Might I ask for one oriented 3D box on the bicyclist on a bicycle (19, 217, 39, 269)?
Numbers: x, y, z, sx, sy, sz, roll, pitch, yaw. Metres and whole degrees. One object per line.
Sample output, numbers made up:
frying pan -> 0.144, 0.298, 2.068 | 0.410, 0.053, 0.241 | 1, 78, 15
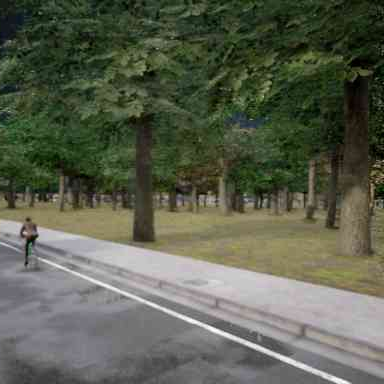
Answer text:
bicyclist on a bicycle -> -5.363, 1.643, 10.939 | 0.582, 1.620, 1.656 | 2, -2, -43
